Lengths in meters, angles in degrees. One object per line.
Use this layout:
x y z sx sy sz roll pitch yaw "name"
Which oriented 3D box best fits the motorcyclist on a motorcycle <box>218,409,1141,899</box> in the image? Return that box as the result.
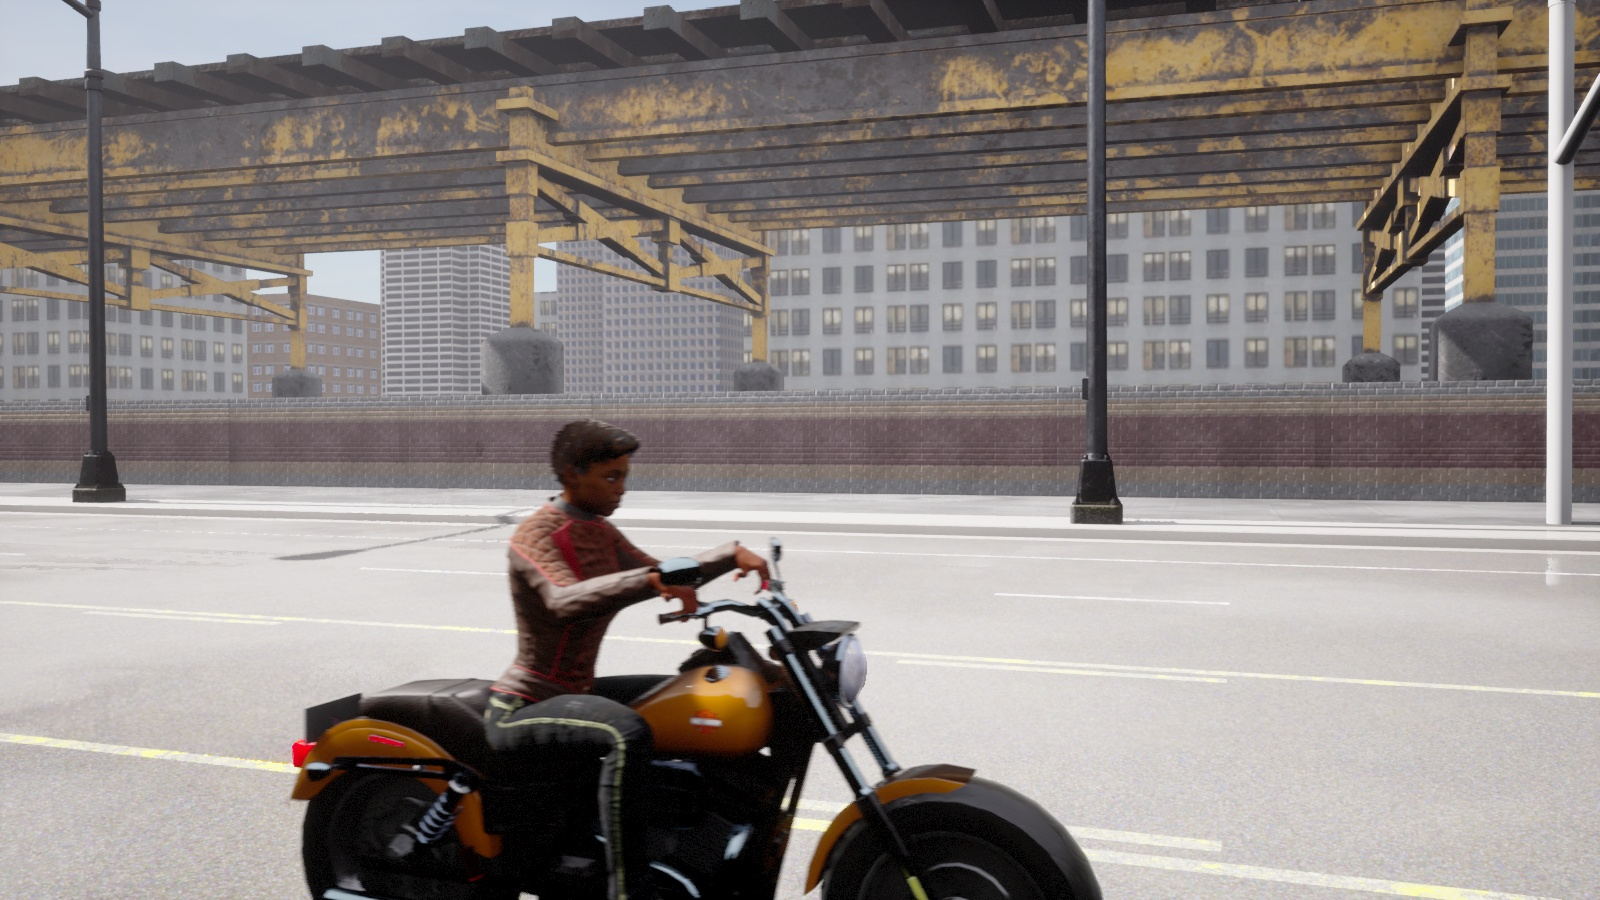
-0.339 0.722 3.367 2.350 1.649 0.766 1 1 20 "motorcyclist on a motorcycle"
